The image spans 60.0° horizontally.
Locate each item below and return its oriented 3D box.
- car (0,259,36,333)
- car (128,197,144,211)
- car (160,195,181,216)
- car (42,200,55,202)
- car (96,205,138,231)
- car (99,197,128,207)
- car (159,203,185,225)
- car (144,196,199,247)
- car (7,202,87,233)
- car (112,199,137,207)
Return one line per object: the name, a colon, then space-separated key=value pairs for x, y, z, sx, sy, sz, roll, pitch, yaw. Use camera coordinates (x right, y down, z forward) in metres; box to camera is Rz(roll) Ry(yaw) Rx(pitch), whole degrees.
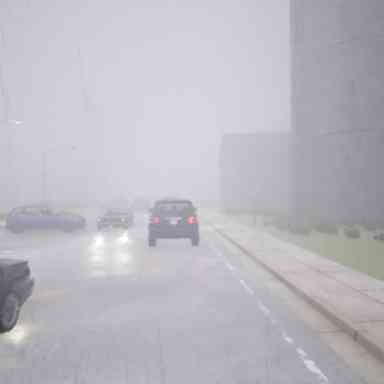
car: x=-3.809 y=1.606 z=4.139 sx=2.033 sy=1.411 sz=5.357 roll=-1 pitch=0 yaw=-4
car: x=-6.122 y=1.592 z=40.601 sx=2.150 sy=2.045 sz=5.566 roll=-1 pitch=0 yaw=-4
car: x=-2.294 y=1.429 z=36.533 sx=2.150 sy=2.045 sz=5.566 roll=-1 pitch=0 yaw=-3
car: x=-24.658 y=2.044 z=56.648 sx=3.905 sy=1.438 sz=1.784 roll=-1 pitch=0 yaw=-3
car: x=-4.995 y=1.761 z=22.124 sx=1.895 sy=1.301 sz=4.718 roll=-1 pitch=0 yaw=-4
car: x=-10.511 y=1.643 z=45.192 sx=3.866 sy=1.878 sz=1.905 roll=-1 pitch=0 yaw=-3
car: x=-1.592 y=1.675 z=26.297 sx=1.812 sy=1.442 sz=4.674 roll=-1 pitch=0 yaw=-4
car: x=-0.882 y=1.311 z=15.885 sx=2.150 sy=2.045 sz=5.566 roll=-1 pitch=0 yaw=-4
car: x=-9.051 y=1.674 z=21.029 sx=4.611 sy=1.667 sz=2.242 roll=-1 pitch=0 yaw=-3
car: x=-11.888 y=1.917 z=58.614 sx=4.193 sy=1.474 sz=1.816 roll=-1 pitch=0 yaw=-3
